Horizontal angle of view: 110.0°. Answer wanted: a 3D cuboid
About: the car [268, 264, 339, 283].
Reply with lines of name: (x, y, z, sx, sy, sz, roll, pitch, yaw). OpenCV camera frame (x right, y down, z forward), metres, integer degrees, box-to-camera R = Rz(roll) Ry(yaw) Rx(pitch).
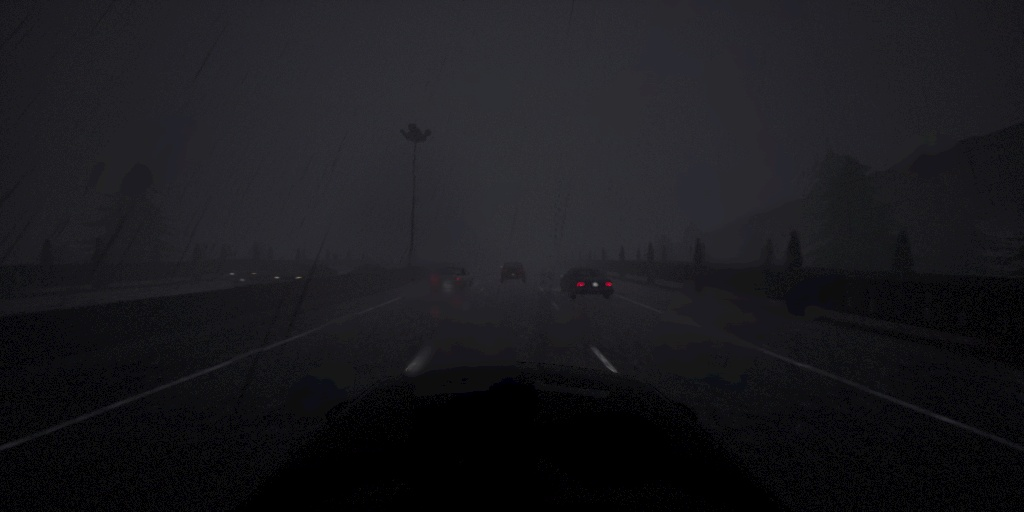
car: (-14.109, 1.264, 25.096, 2.033, 1.411, 5.357, 0, 0, 0)

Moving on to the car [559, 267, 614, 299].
car: (3.572, 1.271, 17.901, 2.033, 1.411, 5.357, 0, 0, 0)

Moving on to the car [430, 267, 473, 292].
car: (-3.418, 1.321, 21.240, 1.895, 1.301, 4.718, 0, 0, 0)

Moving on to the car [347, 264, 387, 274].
car: (-10.601, 1.280, 26.542, 1.994, 1.385, 4.181, 0, 0, 0)

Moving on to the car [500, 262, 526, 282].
car: (0.088, 1.194, 28.653, 1.882, 1.535, 5.008, 0, 0, 0)

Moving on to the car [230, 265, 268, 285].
car: (-17.605, 1.317, 25.693, 1.895, 1.301, 4.718, 0, 0, 0)
